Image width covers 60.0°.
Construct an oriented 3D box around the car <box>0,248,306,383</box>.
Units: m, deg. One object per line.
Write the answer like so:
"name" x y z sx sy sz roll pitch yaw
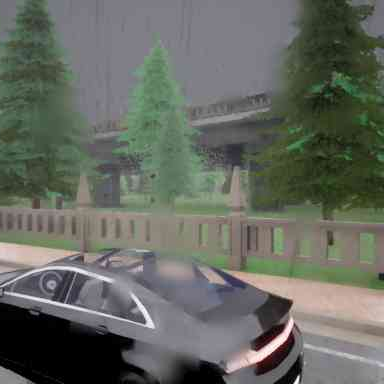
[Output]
"car" -1.148 1.492 4.221 4.902 1.511 2.128 0 0 33
